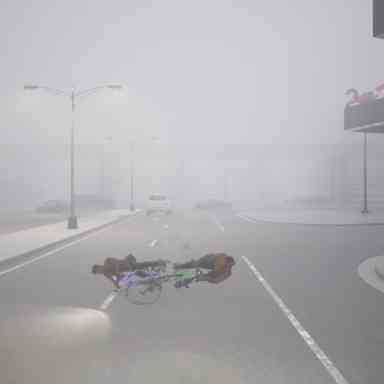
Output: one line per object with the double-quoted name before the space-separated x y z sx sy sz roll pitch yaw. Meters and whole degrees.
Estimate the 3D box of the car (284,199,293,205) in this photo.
"car" 18.852 1.546 58.312 5.357 1.411 2.033 0 0 -17

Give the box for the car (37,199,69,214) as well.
"car" -14.533 1.526 35.072 1.812 1.442 4.674 1 0 2

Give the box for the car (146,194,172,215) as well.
"car" -3.248 1.221 33.518 2.150 2.045 5.566 0 0 0

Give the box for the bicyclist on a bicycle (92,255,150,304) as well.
"bicyclist on a bicycle" -1.215 1.681 6.782 1.620 0.582 1.656 11 18 14

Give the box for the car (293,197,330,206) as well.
"car" 19.111 1.477 52.539 5.008 1.535 1.882 0 1 -4

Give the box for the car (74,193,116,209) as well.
"car" -13.426 1.223 45.926 5.566 2.045 2.150 0 0 0

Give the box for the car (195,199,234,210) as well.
"car" 2.885 1.547 42.081 5.357 1.411 2.033 0 0 -41

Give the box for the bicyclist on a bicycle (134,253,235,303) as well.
"bicyclist on a bicycle" 0.157 1.544 6.321 1.620 0.582 1.656 -25 -25 28
